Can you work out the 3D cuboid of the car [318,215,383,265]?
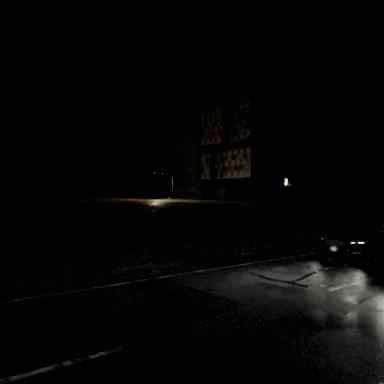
[{"bbox_3d":[6.681,1.641,12.413,4.902,1.511,2.128,1,0,-35],"label":"car"}]
